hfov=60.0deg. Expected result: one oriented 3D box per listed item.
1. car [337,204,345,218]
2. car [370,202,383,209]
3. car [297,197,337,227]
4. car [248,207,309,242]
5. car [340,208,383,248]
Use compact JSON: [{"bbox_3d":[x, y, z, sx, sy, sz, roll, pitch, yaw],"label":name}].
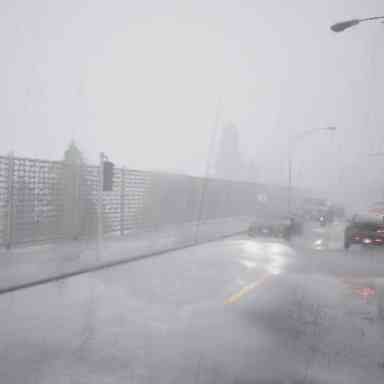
[{"bbox_3d":[14.986,1.946,35.163,2.033,1.411,5.357,2,0,31],"label":"car"},{"bbox_3d":[23.037,1.997,40.689,2.097,1.767,4.553,2,0,30],"label":"car"},{"bbox_3d":[9.662,1.470,26.127,2.150,2.045,5.566,2,0,30],"label":"car"},{"bbox_3d":[4.431,1.664,17.233,1.994,1.385,4.181,2,0,30],"label":"car"},{"bbox_3d":[8.189,1.732,15.316,1.837,1.490,4.892,2,0,30],"label":"car"}]
